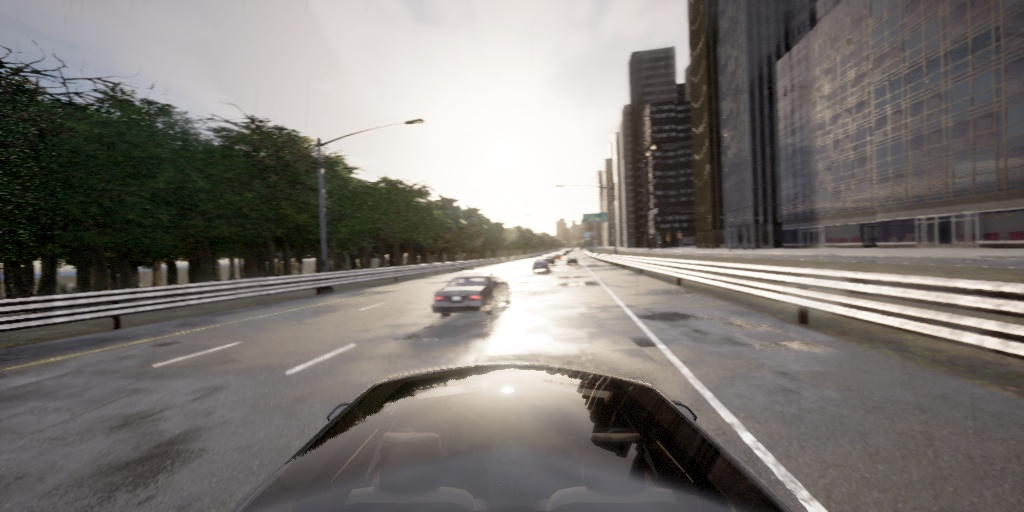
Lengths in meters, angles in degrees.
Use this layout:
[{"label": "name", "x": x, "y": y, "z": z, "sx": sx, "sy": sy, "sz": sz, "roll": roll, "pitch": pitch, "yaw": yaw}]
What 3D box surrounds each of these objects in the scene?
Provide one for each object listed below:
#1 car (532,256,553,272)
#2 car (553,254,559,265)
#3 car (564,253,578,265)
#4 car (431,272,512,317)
[{"label": "car", "x": 3.288, "y": 0.985, "z": 41.021, "sx": 1.812, "sy": 1.442, "sz": 4.674, "roll": -3, "pitch": 0, "yaw": 9}, {"label": "car", "x": 6.286, "y": 0.750, "z": 59.306, "sx": 1.837, "sy": 1.490, "sz": 4.892, "roll": -3, "pitch": 0, "yaw": 9}, {"label": "car", "x": 9.684, "y": 0.698, "z": 57.759, "sx": 1.895, "sy": 1.301, "sz": 4.718, "roll": -3, "pitch": 0, "yaw": 9}, {"label": "car", "x": -1.277, "y": 1.316, "z": 13.424, "sx": 2.033, "sy": 1.411, "sz": 5.357, "roll": -3, "pitch": 0, "yaw": 9}]
